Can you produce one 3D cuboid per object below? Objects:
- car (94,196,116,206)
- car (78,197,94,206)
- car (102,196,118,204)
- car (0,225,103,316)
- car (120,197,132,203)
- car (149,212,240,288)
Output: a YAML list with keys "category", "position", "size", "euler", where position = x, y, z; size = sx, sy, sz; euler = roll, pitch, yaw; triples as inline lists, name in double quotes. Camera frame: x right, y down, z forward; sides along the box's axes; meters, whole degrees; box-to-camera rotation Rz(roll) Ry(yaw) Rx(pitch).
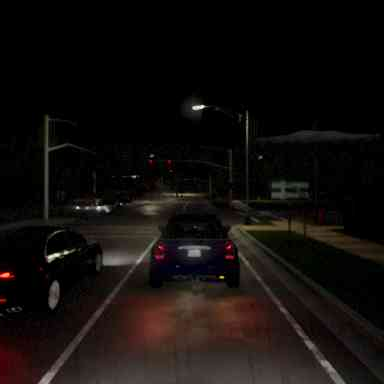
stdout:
- category: "car"
  position: [-14.475, 1.734, 56.233]
  size: [1.895, 1.301, 4.718]
  euler: [0, 0, 1]
- category: "car"
  position: [-17.951, 1.613, 57.110]
  size: [1.882, 1.535, 5.008]
  euler: [0, 0, 1]
- category: "car"
  position: [-17.690, 1.693, 71.984]
  size: [2.128, 1.511, 4.902]
  euler: [0, 0, 1]
- category: "car"
  position: [-3.441, 1.523, 7.576]
  size: [1.837, 1.490, 4.892]
  euler: [0, 0, 0]
- category: "car"
  position: [-14.198, 1.707, 71.386]
  size: [2.033, 1.411, 5.357]
  euler: [0, 0, 1]
- category: "car"
  position: [0.069, 1.375, 9.481]
  size: [2.097, 1.767, 4.553]
  euler: [0, 0, 0]
